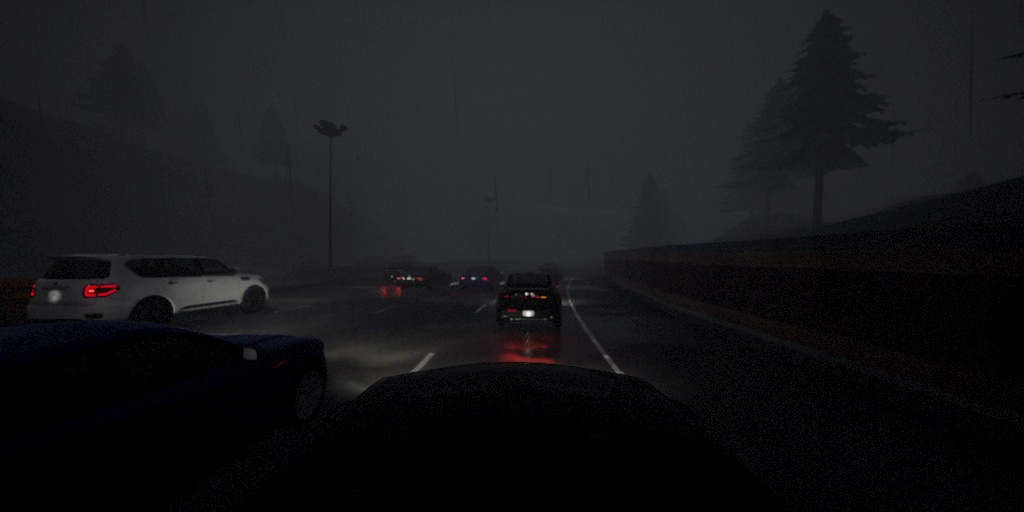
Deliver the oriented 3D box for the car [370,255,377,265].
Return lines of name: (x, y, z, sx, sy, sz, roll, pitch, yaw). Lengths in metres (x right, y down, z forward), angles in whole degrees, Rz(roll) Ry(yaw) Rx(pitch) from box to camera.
car: (-16.847, 1.050, 49.430, 2.097, 1.767, 4.553, 0, 0, 19)

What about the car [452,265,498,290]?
car: (-1.735, 1.283, 22.122, 2.033, 1.411, 5.357, 0, 0, 9)

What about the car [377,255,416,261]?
car: (-14.303, 0.925, 45.988, 2.150, 2.045, 5.566, 0, 0, 17)

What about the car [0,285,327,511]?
car: (-3.339, 1.223, 2.645, 1.882, 1.535, 5.008, 0, 0, 1)

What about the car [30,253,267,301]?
car: (-10.020, 0.953, 10.673, 2.150, 2.045, 5.566, 0, 0, 4)

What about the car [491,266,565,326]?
car: (0.601, 1.249, 11.760, 1.837, 1.490, 4.892, 0, 0, 4)

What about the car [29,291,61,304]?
car: (-6.845, 1.232, 2.111, 2.128, 1.511, 4.902, 0, 0, 1)

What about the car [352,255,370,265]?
car: (-20.030, 0.915, 51.008, 2.150, 2.045, 5.566, 0, 0, 19)

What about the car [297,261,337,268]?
car: (-25.131, 1.290, 46.361, 1.895, 1.301, 4.718, 0, 0, 17)

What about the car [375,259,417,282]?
car: (-7.899, 1.215, 27.277, 2.128, 1.511, 4.902, 0, 0, 10)

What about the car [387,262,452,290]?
car: (-5.278, 1.278, 22.090, 2.033, 1.411, 5.357, 0, 0, 8)

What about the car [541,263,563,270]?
car: (3.017, 1.263, 28.366, 1.812, 1.442, 4.674, 0, 0, 12)
